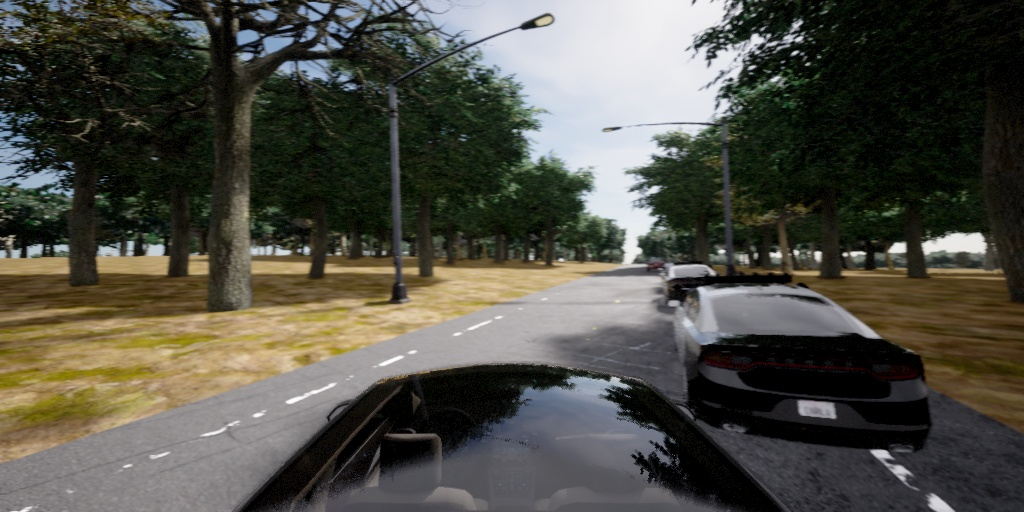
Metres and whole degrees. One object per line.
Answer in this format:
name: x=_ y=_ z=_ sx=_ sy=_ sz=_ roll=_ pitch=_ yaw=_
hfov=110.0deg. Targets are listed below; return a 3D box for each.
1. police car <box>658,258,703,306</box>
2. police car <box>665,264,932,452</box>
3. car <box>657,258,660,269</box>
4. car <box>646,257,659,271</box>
police car: x=7.232 y=1.017 z=14.727 sx=1.930 sy=1.638 sz=5.238 roll=-3 pitch=-1 yaw=22
police car: x=3.522 y=1.071 z=5.426 sx=1.930 sy=1.638 sz=5.238 roll=-2 pitch=-1 yaw=22
car: x=9.402 y=1.045 z=20.216 sx=1.882 sy=1.535 sz=5.008 roll=-4 pitch=-1 yaw=22
car: x=18.123 y=0.977 z=45.176 sx=2.097 sy=1.767 sz=4.553 roll=-2 pitch=-1 yaw=21
